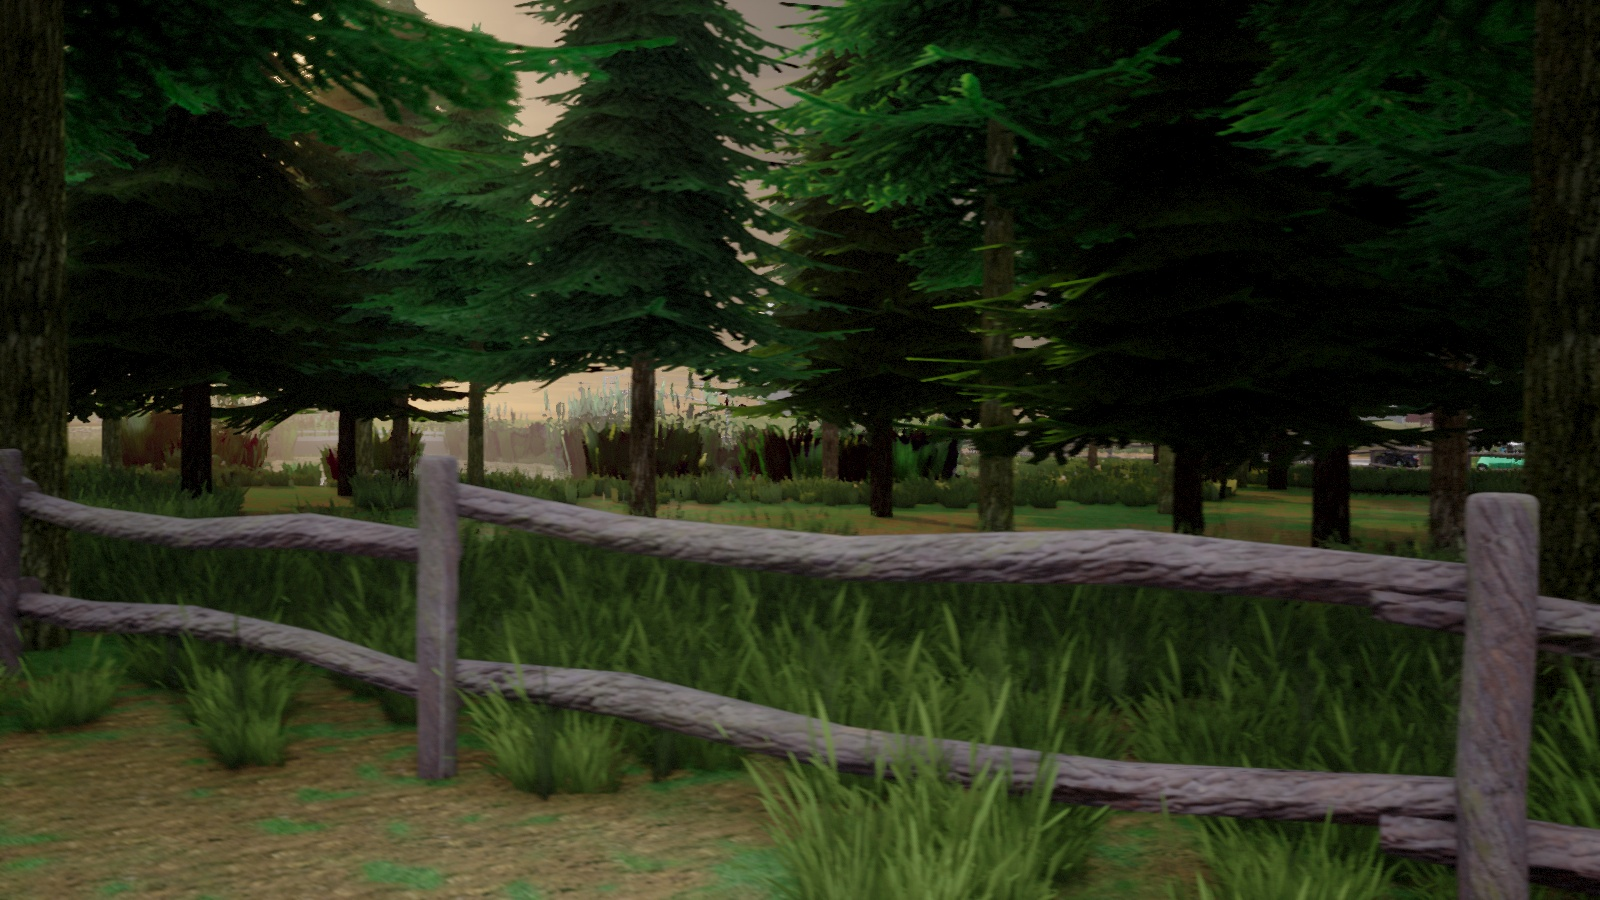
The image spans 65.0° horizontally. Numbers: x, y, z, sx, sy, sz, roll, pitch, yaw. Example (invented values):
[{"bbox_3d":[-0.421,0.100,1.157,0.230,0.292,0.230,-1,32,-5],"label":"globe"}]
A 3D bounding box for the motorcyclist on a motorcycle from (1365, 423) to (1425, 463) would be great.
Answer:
[{"bbox_3d":[25.078,-0.293,52.981,0.766,1.649,2.350,-1,1,-23],"label":"motorcyclist on a motorcycle"}]

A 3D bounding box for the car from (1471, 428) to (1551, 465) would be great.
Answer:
[{"bbox_3d":[27.165,-0.140,47.991,1.481,1.376,2.207,-1,1,-23],"label":"car"}]
